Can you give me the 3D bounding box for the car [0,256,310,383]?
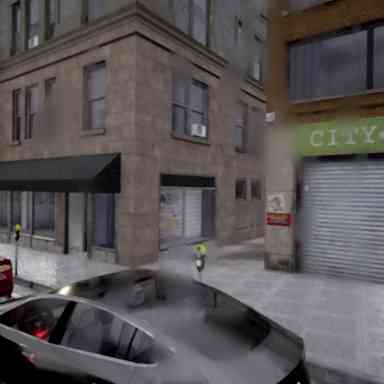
[{"bbox_3d":[-0.952,1.564,3.629,4.313,1.339,1.947,0,1,35],"label":"car"}]
